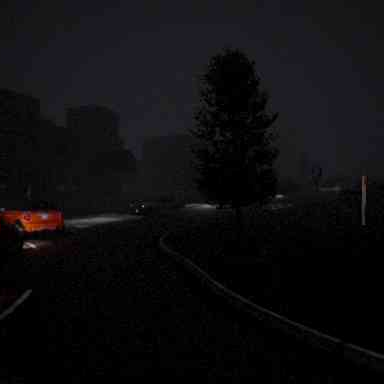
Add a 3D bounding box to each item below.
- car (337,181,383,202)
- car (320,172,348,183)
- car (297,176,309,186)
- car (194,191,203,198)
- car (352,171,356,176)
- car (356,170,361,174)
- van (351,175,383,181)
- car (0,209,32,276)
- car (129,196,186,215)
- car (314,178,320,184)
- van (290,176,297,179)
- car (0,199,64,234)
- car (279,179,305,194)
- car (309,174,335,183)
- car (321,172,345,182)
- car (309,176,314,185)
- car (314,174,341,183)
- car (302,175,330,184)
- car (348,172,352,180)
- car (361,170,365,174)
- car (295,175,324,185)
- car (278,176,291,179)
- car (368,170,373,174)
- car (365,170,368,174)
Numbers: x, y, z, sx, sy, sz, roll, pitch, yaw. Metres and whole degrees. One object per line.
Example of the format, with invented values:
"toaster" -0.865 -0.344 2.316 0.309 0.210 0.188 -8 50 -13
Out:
"car" 16.188 0.088 30.664 5.008 1.535 2.097 0 4 24
"car" 23.071 -1.992 54.046 1.882 1.535 5.008 1 5 42
"car" 16.455 -1.589 56.045 5.366 1.575 1.946 -2 3 22
"car" 2.510 -0.019 40.835 4.674 1.452 2.002 -2 3 22
"car" 34.062 -3.633 75.553 4.553 1.767 2.185 -2 4 23
"car" 36.030 -3.707 77.727 5.008 1.535 2.097 -1 3 23
"van" 18.367 -0.358 32.753 4.442 1.987 1.878 0 4 24
"car" -6.132 1.441 9.582 2.033 1.411 5.357 1 0 -20
"car" -2.787 1.059 27.334 1.895 1.301 4.718 1 4 43
"car" 20.247 -1.985 60.442 4.792 1.488 2.163 -2 3 22
"van" 14.197 -1.586 53.975 4.442 1.987 1.878 -2 4 22
"car" -8.501 1.183 17.056 4.553 1.767 2.097 1 0 42
"car" 12.184 -0.539 43.582 5.357 1.411 2.033 -6 5 -43
"car" 26.137 -2.662 66.937 4.892 1.521 2.231 -2 4 23
"car" 30.105 -3.219 71.242 4.553 1.767 2.185 -2 4 23
"car" 18.244 -1.797 58.290 5.008 1.535 2.097 -2 3 22
"car" 28.112 -2.879 69.101 5.008 1.535 2.097 -2 4 23
"car" 24.164 -2.446 64.779 4.892 1.521 2.231 -2 4 22
"car" 32.065 -3.264 73.430 4.674 1.452 2.002 -2 3 23
"car" 38.003 -3.897 79.887 5.008 1.535 2.097 -1 3 23
"car" 22.183 -2.230 62.624 5.008 1.535 2.097 -2 3 22
"car" 12.345 -1.147 51.771 5.008 1.535 2.097 -2 3 22
"car" 41.941 -4.514 84.182 5.566 2.045 2.435 -1 3 23
"car" 39.824 -4.085 82.108 5.366 1.575 1.946 -1 3 23
